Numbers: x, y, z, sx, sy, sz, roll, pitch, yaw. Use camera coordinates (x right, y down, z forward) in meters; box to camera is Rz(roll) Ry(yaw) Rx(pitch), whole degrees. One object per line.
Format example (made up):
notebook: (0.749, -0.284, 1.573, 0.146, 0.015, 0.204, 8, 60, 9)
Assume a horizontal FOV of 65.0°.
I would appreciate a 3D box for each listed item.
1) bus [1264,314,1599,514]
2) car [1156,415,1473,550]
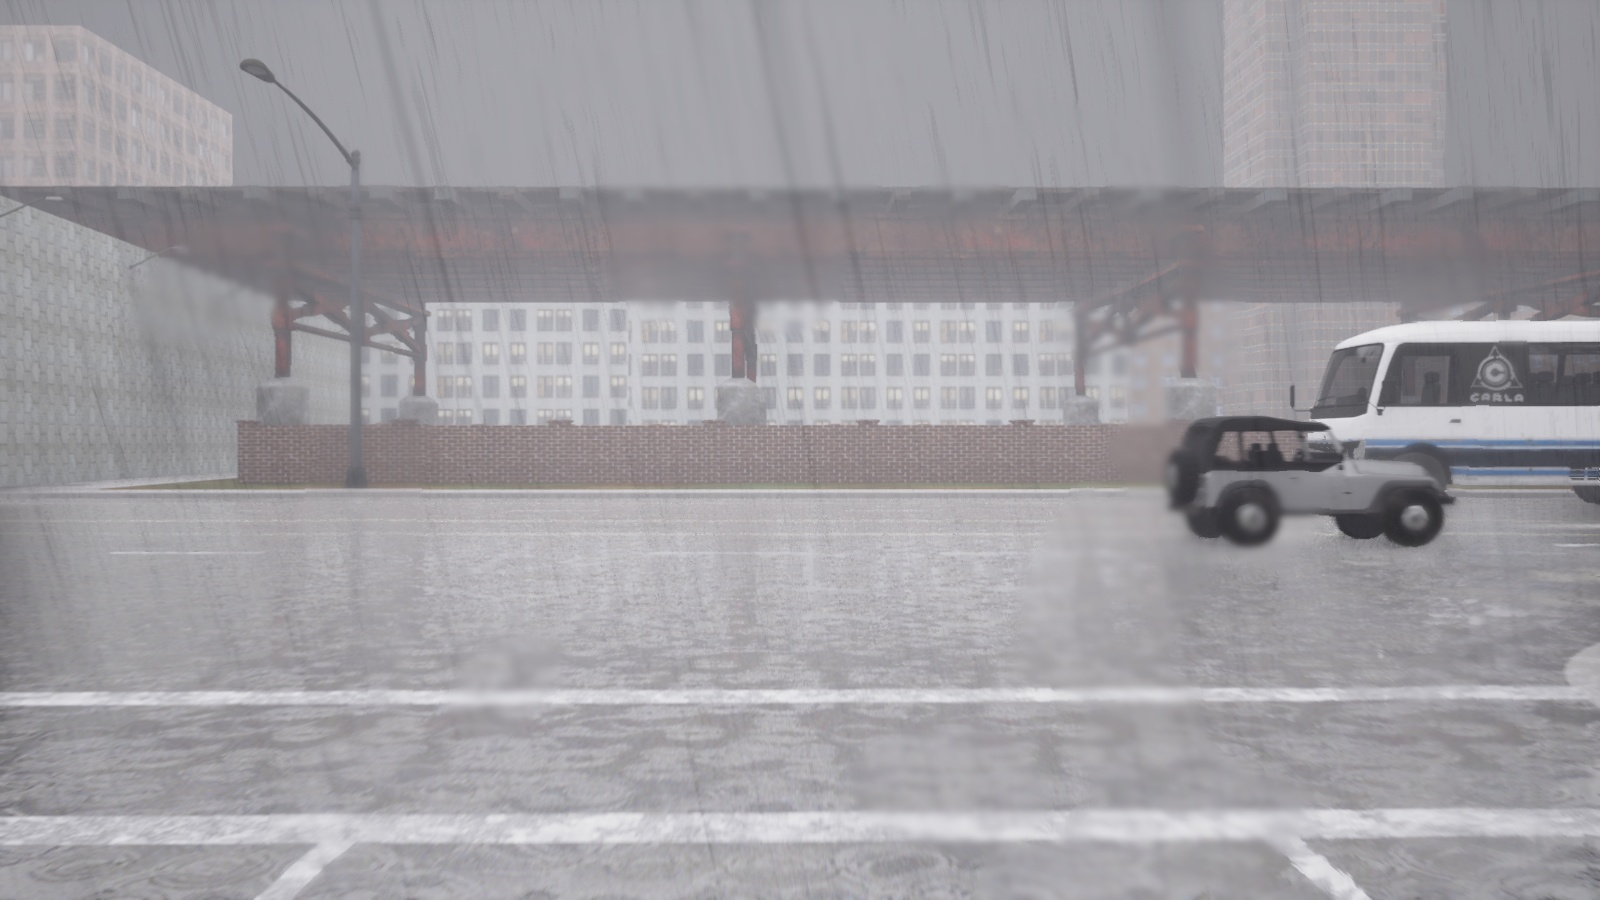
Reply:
bus: (16.496, -0.779, 28.785, 10.273, 4.253, 3.944, 0, 0, 1)
car: (7.438, 0.444, 18.446, 3.866, 1.878, 1.905, 0, 0, 0)
